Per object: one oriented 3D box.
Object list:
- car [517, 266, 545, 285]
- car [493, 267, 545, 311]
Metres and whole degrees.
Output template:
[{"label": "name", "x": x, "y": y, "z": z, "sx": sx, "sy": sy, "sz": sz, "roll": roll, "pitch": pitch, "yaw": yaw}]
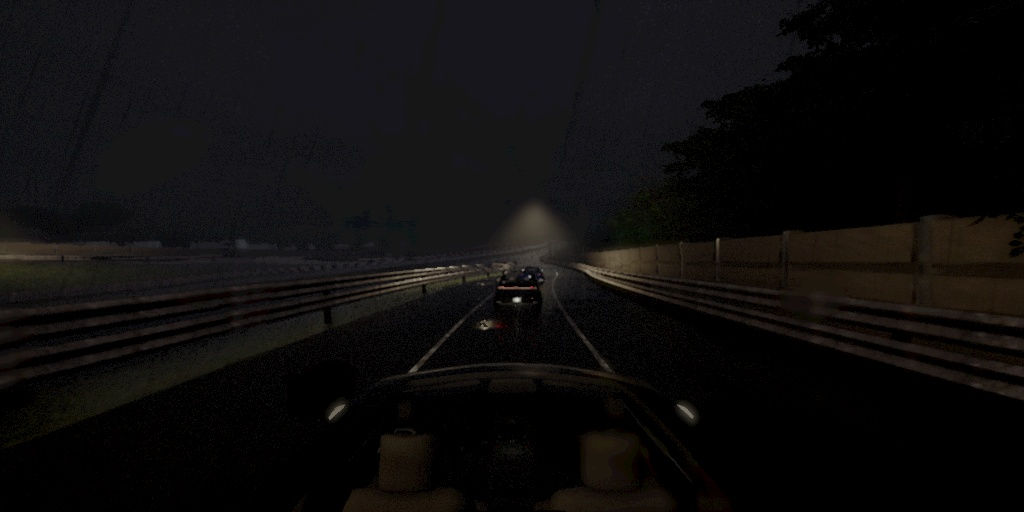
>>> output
[{"label": "car", "x": 1.661, "y": 1.602, "z": 30.051, "sx": 1.994, "sy": 1.385, "sz": 4.181, "roll": 0, "pitch": 0, "yaw": 7}, {"label": "car", "x": 0.321, "y": 1.377, "z": 15.192, "sx": 2.128, "sy": 1.511, "sz": 4.902, "roll": 0, "pitch": 0, "yaw": 3}]
